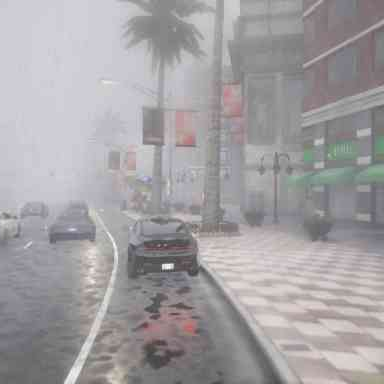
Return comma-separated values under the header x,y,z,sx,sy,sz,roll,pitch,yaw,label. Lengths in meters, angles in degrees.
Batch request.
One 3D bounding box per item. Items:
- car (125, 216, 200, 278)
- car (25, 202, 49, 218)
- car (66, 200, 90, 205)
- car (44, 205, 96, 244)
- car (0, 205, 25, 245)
x,y,z,sx,sy,sz,roll,pitch,yaw,label
-1.037,1.503,10.202,1.837,1.490,4.892,0,0,-11,car
-13.741,1.551,29.177,2.033,1.411,5.357,0,0,-18,car
-10.418,1.508,30.275,1.837,1.490,4.892,0,0,-18,car
-5.710,1.568,16.033,1.994,1.385,4.181,0,0,-18,car
-9.033,1.526,14.935,1.812,1.442,4.674,0,0,-18,car
